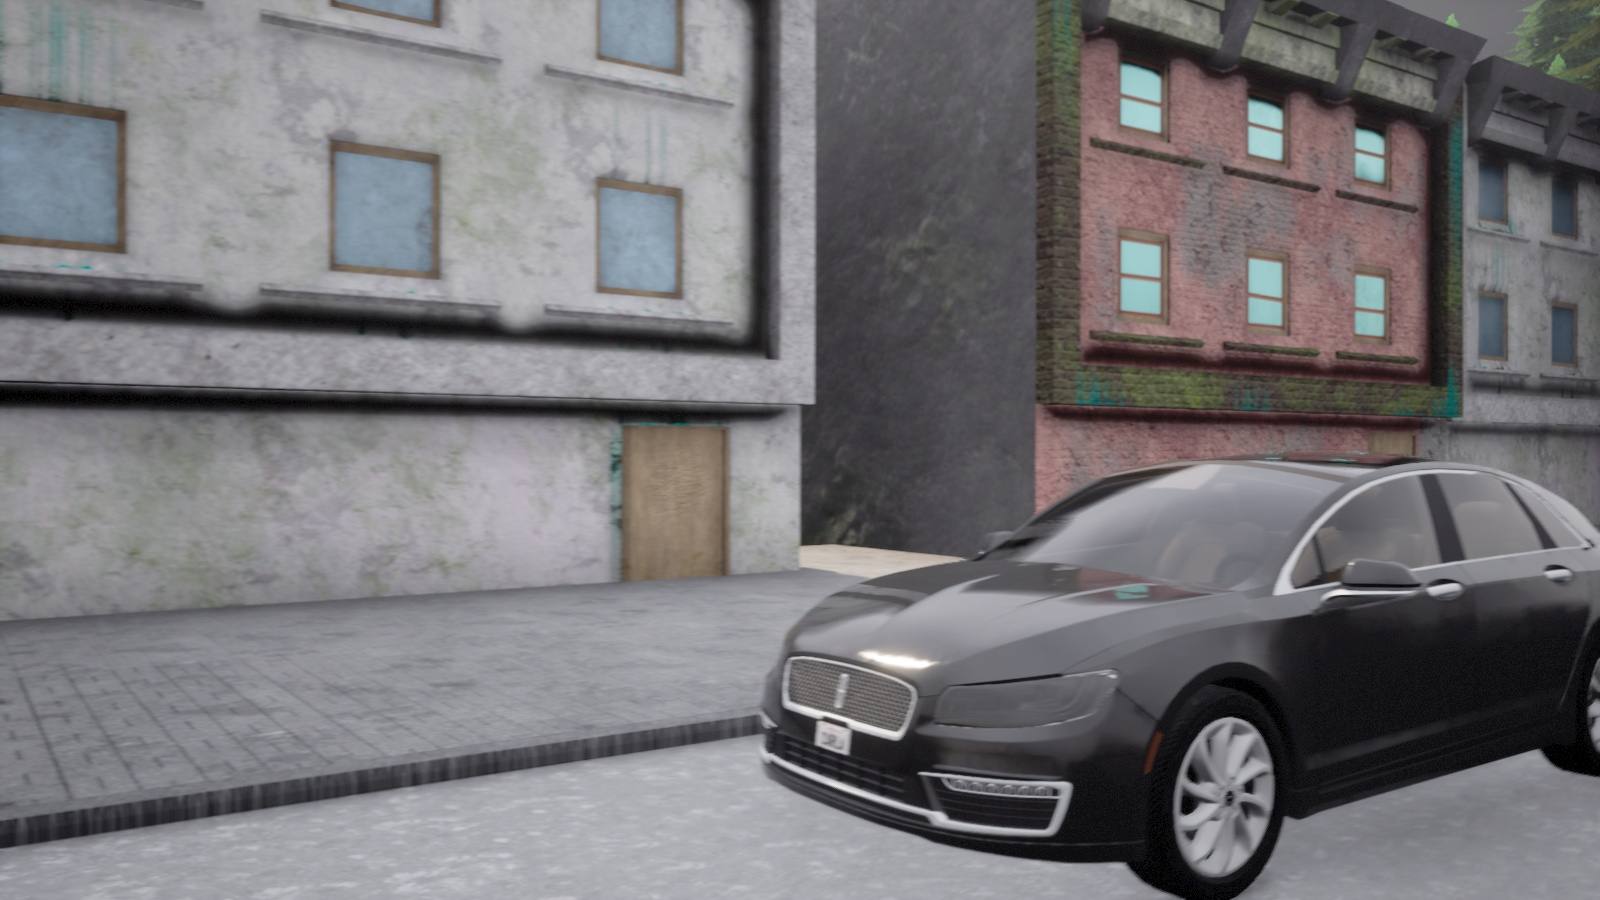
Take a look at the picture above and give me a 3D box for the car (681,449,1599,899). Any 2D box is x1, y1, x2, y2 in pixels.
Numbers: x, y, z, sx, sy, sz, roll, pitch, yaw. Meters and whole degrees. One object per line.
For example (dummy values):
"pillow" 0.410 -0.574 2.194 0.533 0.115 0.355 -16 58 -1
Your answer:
"car" 2.054 0.761 5.705 4.892 1.490 1.837 0 0 -35
